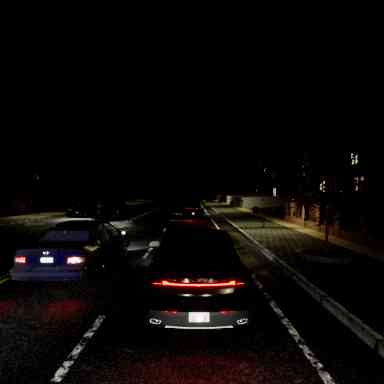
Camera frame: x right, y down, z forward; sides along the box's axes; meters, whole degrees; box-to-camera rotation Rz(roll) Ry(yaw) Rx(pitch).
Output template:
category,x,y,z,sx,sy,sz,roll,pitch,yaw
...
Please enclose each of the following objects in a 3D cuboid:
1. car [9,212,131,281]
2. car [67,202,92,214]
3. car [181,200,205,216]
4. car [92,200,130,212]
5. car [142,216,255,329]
category,x,y,z,sx,sy,sz,roll,pitch,yaw
car,-3.191,1.550,9.851,2.033,1.411,5.357,0,0,0
car,-9.840,1.577,30.497,1.994,1.385,4.181,0,0,0
car,0.100,1.518,29.787,1.837,1.490,4.892,0,0,0
car,-6.594,1.489,28.244,1.882,1.535,5.008,0,0,0
car,0.099,1.507,7.076,1.837,1.490,4.892,0,0,0
